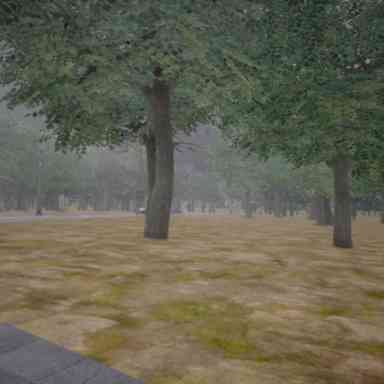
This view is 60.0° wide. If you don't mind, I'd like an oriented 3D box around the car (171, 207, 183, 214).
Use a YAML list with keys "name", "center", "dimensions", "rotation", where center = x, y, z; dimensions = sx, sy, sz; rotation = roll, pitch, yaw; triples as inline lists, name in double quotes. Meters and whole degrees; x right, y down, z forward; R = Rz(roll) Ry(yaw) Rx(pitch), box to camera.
- name: "car"
  center: [-3.876, 3.932, 69.945]
  dimensions: [2.033, 1.411, 5.357]
  rotation: [0, -3, 28]

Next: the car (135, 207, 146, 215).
- name: "car"
  center: [-8.511, 3.528, 61.203]
  dimensions: [1.812, 1.442, 4.674]
  rotation: [0, -3, 29]
